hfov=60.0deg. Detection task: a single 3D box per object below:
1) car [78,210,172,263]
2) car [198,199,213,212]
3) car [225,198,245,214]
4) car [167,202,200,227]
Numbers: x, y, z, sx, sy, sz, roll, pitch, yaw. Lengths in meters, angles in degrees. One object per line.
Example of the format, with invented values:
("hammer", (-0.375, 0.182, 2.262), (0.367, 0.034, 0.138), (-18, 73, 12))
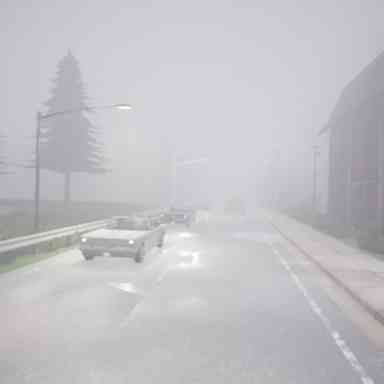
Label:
("car", (-2.221, 1.529, 11.929), (1.895, 1.301, 4.718), (2, 0, 7))
("car", (1.443, 1.556, 39.499), (2.033, 1.411, 5.357), (2, 0, 7))
("car", (4.795, 1.447, 37.310), (2.097, 1.767, 4.553), (2, 0, 7))
("car", (-0.855, 1.556, 22.457), (1.895, 1.301, 4.718), (2, 0, 7))
